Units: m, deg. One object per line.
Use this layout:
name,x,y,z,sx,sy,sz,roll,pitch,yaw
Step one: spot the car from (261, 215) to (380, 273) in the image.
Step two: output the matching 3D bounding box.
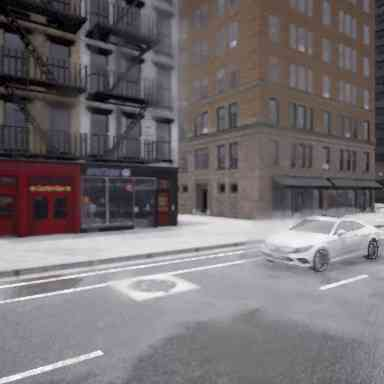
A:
car,4.296,1.509,10.741,4.674,1.442,1.812,0,0,-35
